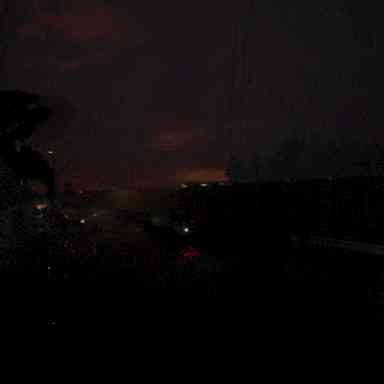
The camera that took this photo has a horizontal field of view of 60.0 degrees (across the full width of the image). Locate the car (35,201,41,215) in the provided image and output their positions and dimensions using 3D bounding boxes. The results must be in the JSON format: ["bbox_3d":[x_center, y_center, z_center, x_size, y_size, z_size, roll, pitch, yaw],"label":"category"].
[{"bbox_3d":[-17.965,1.838,40.793,2.097,1.767,4.553,1,-1,-29],"label":"car"}]

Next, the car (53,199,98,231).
[{"bbox_3d":[-8.161,1.508,23.156,2.150,2.045,5.566,1,-1,-29],"label":"car"}]

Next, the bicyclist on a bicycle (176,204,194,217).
[{"bbox_3d":[-0.669,1.576,26.529,1.656,1.620,0.582,-34,15,-25],"label":"bicyclist on a bicycle"}]

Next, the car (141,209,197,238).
[{"bbox_3d":[-1.487,1.776,19.828,1.837,1.490,4.892,1,-1,-29],"label":"car"}]

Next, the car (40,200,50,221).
[{"bbox_3d":[-13.063,1.863,31.951,1.882,1.535,5.008,1,-1,-29],"label":"car"}]
